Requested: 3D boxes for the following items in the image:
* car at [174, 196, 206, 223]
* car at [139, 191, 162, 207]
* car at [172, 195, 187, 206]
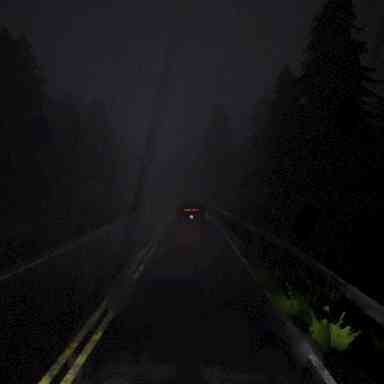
[{"bbox_3d":[-0.090,1.293,23.407,1.837,1.490,4.892,0,1,-1],"label":"car"},{"bbox_3d":[-5.780,0.888,45.697,2.150,2.045,5.566,-1,0,-21],"label":"car"},{"bbox_3d":[-1.326,1.122,41.478,1.837,1.490,4.892,-1,1,-9],"label":"car"}]
